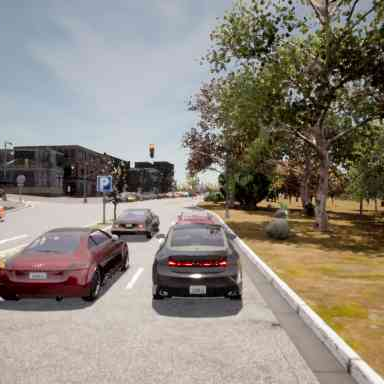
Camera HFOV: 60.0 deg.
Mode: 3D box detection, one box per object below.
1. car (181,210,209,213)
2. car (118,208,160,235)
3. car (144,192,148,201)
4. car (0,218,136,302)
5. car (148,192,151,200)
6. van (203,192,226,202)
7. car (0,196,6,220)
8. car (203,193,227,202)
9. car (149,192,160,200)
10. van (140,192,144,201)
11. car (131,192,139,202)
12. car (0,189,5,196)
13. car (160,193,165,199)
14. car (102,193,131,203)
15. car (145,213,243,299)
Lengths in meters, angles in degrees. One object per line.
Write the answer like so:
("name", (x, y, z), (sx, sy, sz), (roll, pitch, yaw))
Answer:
("car", (0.161, 1.625, 17.688), (1.895, 1.301, 4.718), (0, 0, 1))
("car", (-2.842, 1.572, 17.593), (2.033, 1.411, 5.357), (0, 0, 1))
("car", (-13.002, 1.321, 74.702), (4.892, 1.521, 2.231), (-1, 0, -14))
("car", (-2.900, 1.574, 8.374), (1.994, 1.385, 4.181), (0, 0, 1))
("car", (-12.629, 1.359, 77.698), (4.674, 1.452, 2.002), (-1, 0, -13))
("van", (4.292, 1.042, 65.339), (4.442, 1.987, 1.878), (1, 0, -14))
("car", (-16.624, 1.403, 24.941), (4.553, 1.767, 2.185), (-1, 0, -19))
("car", (4.676, 1.141, 68.309), (4.553, 1.767, 2.185), (1, 0, -14))
("car", (-11.441, 1.357, 86.681), (4.674, 1.452, 2.002), (-1, 0, -12))
("van", (-13.231, 1.093, 71.731), (4.442, 1.987, 1.878), (-1, 0, -14))
("car", (-13.790, 1.315, 65.739), (5.366, 1.575, 1.946), (-1, 0, -15))
("car", (-31.158, 0.137, 53.618), (2.002, 1.452, 4.674), (6, -3, -19))
("car", (-10.990, 1.064, 89.687), (5.566, 2.045, 2.435), (-1, 0, -12))
("car", (-14.436, 1.358, 62.747), (4.792, 1.488, 2.163), (-1, 0, -15))
("car", (0.110, 1.515, 8.420), (1.837, 1.490, 4.892), (0, 0, 0))
